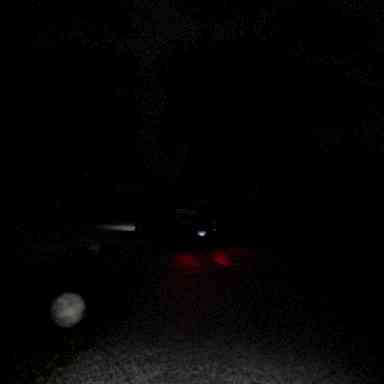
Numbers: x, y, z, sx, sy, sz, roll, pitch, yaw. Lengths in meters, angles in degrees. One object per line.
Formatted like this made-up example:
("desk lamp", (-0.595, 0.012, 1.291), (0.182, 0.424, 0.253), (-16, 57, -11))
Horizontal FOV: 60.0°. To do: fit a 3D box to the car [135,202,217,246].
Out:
("car", (-0.730, 1.133, 13.341), (1.812, 1.442, 4.674), (1, 2, -28))
